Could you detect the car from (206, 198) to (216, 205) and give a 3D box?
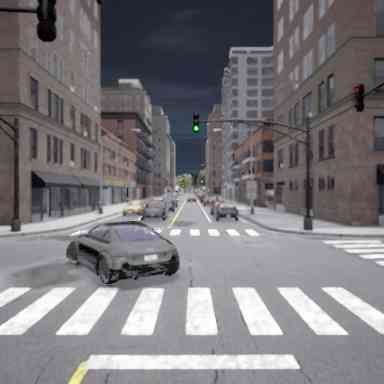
[{"bbox_3d":[2.611,1.488,31.697,1.802,1.307,4.206,0,0,0],"label":"car"}]

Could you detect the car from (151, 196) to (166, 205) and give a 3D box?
[{"bbox_3d":[-5.433,1.386,54.413,2.008,1.369,4.403,0,0,0],"label":"car"}]

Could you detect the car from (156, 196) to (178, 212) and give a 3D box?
[{"bbox_3d":[-2.870,1.456,36.305,1.994,1.385,4.181,0,0,0],"label":"car"}]

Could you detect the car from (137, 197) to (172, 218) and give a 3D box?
[{"bbox_3d":[-2.861,1.427,26.399,1.837,1.490,4.892,0,0,0],"label":"car"}]

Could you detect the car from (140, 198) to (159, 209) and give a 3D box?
[{"bbox_3d":[-5.424,1.437,43.051,1.947,1.339,4.313,0,0,0],"label":"car"}]

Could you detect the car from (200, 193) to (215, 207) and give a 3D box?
[{"bbox_3d":[2.597,1.293,48.742,1.967,1.590,4.097,0,0,0],"label":"car"}]

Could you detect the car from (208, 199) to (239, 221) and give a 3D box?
[{"bbox_3d":[2.616,1.474,26.015,2.008,1.369,4.403,0,0,0],"label":"car"}]

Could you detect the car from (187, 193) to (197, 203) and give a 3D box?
[{"bbox_3d":[-0.048,1.399,65.920,1.895,1.301,4.718,0,0,0],"label":"car"}]

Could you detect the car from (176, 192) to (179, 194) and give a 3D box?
[{"bbox_3d":[-5.467,1.286,94.183,1.802,1.307,4.206,0,0,0],"label":"car"}]

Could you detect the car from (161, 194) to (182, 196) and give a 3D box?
[{"bbox_3d":[-2.877,1.407,46.673,2.033,1.411,5.357,0,0,-1],"label":"car"}]

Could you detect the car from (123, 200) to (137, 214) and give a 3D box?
[{"bbox_3d":[-5.414,1.432,31.518,1.752,1.417,4.829,0,0,0],"label":"car"}]

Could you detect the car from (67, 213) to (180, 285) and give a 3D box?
[{"bbox_3d":[-2.106,1.535,9.605,1.994,1.385,4.181,0,0,-34],"label":"car"}]

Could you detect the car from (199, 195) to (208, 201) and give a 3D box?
[{"bbox_3d":[2.572,1.328,77.151,1.947,1.339,4.313,0,0,0],"label":"car"}]

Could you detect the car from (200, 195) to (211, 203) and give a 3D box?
[{"bbox_3d":[2.582,1.364,65.787,1.947,1.339,4.313,0,0,0],"label":"car"}]

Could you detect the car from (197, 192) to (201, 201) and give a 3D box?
[{"bbox_3d":[2.587,1.132,60.105,2.192,1.841,5.009,0,0,0],"label":"car"}]

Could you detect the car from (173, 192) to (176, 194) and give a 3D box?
[{"bbox_3d":[-5.453,1.078,77.137,2.192,1.841,5.009,0,0,0],"label":"car"}]
